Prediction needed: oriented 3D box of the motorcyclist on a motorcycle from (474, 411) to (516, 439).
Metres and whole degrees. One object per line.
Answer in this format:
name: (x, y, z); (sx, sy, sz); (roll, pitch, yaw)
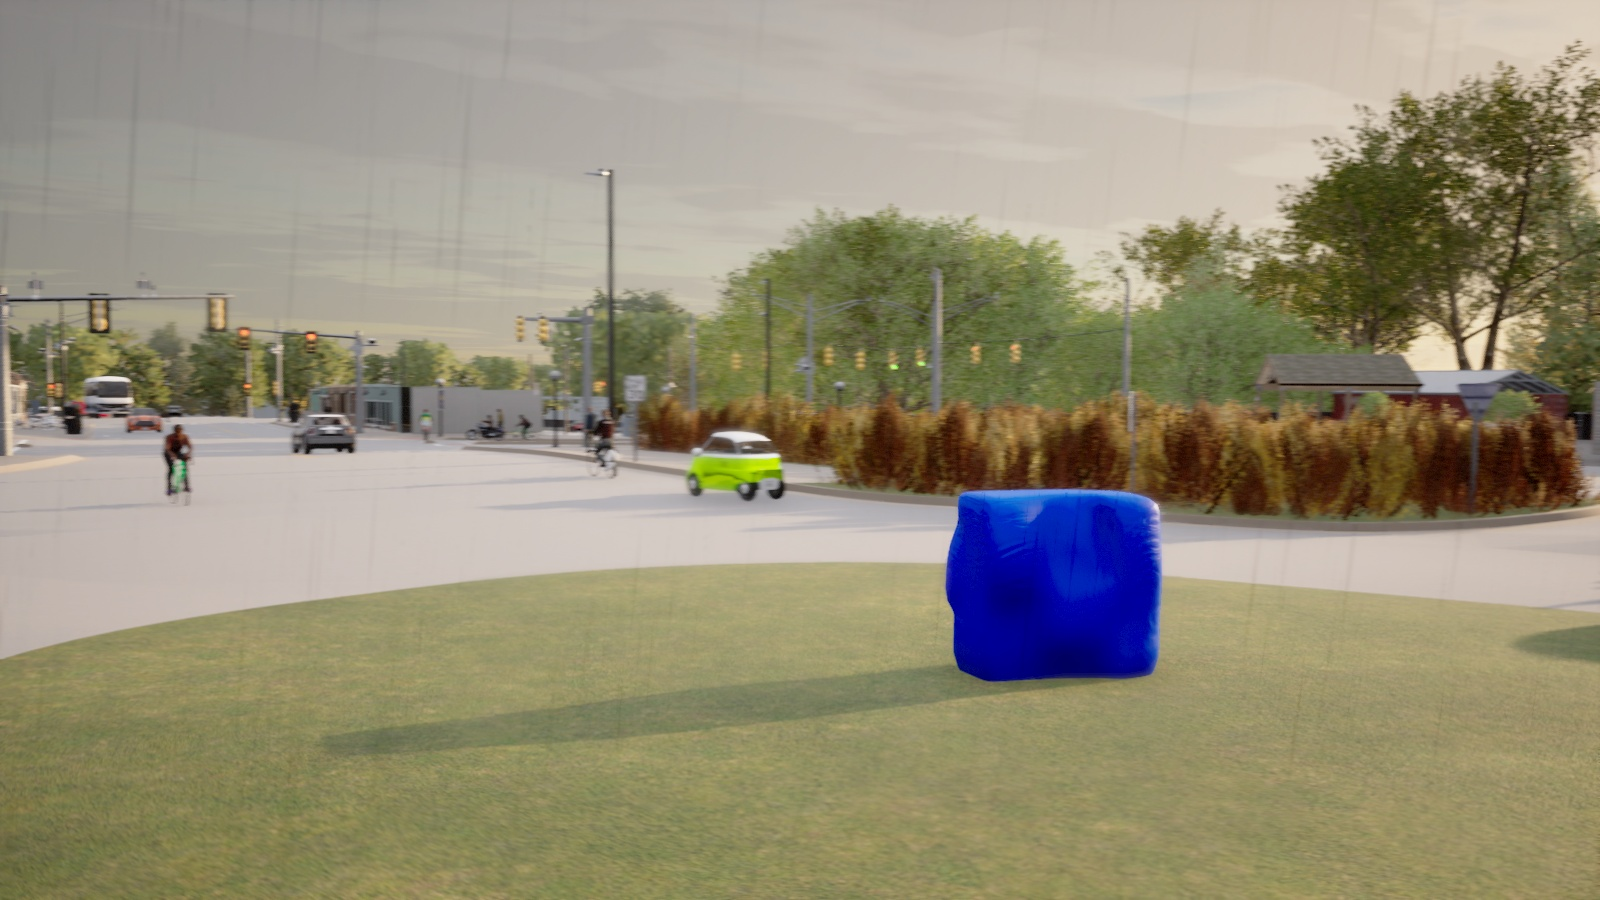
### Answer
motorcyclist on a motorcycle: (-18.568, -1.500, 76.464); (2.350, 1.649, 0.766); (1, 1, -26)

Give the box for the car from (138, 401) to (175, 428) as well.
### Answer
car: (-43.875, -2.417, 85.568); (2.097, 1.767, 4.553); (-1, 3, -29)

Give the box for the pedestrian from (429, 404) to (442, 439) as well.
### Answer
pedestrian: (-20.849, -1.645, 71.891); (0.659, 1.952, 0.873); (0, 3, -12)

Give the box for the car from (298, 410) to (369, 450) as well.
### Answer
car: (-17.937, -0.795, 48.234); (1.970, 1.475, 3.806); (-1, 2, -29)

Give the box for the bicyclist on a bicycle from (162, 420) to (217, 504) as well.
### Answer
bicyclist on a bicycle: (-12.171, 0.212, 25.032); (0.582, 1.620, 1.656); (-3, 3, -38)

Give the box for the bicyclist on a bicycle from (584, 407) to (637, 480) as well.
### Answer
bicyclist on a bicycle: (-4.858, -0.203, 32.083); (0.659, 1.776, 1.843); (-1, 3, -32)

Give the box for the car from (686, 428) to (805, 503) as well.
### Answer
car: (-1.166, 0.289, 26.449); (1.481, 1.376, 2.207); (-2, 4, -39)

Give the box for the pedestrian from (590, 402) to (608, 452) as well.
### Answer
pedestrian: (-7.456, -0.854, 46.588); (0.402, 1.842, 0.726); (-1, 3, -31)
